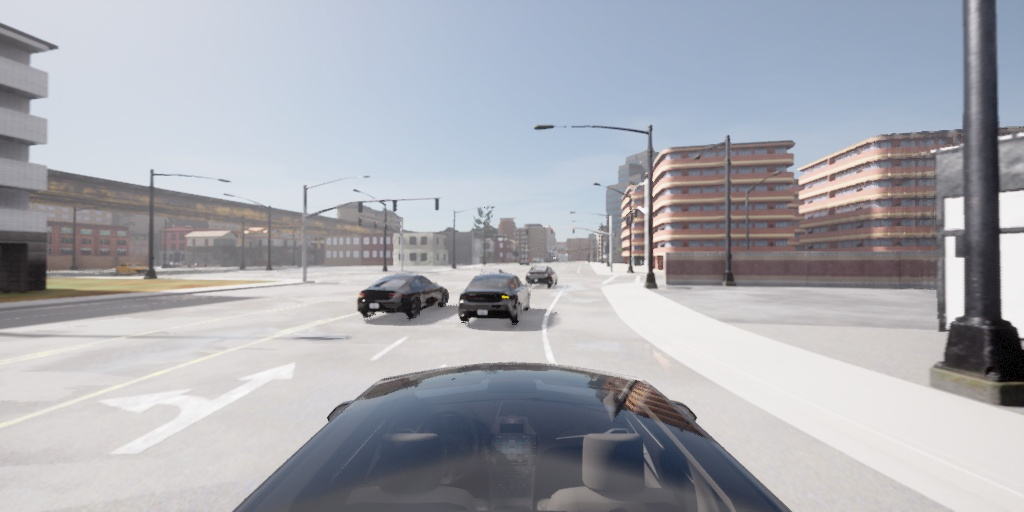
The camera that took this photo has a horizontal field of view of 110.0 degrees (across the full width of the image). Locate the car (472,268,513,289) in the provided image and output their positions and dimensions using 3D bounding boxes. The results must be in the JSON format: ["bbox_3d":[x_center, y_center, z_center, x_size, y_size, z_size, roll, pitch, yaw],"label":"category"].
[{"bbox_3d":[-1.337,1.590,26.946,1.895,1.301,4.718,0,0,12],"label":"car"}]

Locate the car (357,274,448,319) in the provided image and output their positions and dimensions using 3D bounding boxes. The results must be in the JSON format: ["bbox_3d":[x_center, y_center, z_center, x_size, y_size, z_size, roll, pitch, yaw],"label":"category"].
[{"bbox_3d":[-3.887,1.386,13.342,1.812,1.442,4.674,0,0,9],"label":"car"}]

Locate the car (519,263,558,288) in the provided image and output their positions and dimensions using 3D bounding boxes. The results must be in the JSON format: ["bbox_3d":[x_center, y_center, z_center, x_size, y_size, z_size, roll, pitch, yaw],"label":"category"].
[{"bbox_3d":[2.243,1.479,26.499,2.128,1.511,4.902,0,0,14],"label":"car"}]

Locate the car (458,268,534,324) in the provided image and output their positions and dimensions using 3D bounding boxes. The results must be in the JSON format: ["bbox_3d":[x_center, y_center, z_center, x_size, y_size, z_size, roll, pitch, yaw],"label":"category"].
[{"bbox_3d":[-0.470,1.362,12.602,1.837,1.490,4.892,0,0,9],"label":"car"}]
